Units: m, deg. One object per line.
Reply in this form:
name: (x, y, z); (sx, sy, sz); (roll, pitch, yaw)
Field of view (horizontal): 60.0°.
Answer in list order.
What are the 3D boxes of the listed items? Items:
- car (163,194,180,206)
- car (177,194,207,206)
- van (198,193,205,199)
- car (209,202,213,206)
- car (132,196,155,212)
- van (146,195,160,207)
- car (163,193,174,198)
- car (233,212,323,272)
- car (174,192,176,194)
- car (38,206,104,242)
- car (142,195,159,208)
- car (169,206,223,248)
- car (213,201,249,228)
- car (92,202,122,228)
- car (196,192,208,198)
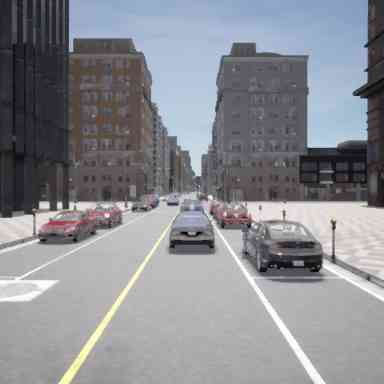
car: (-3.000, 1.545, 53.648); (2.033, 1.411, 5.357); (0, 0, 0)
car: (0.000, 1.343, 29.619); (2.097, 1.767, 4.553); (0, 0, 0)
van: (2.670, 1.136, 93.965); (1.690, 1.788, 3.998); (0, 0, 0)
car: (2.667, 1.560, 27.421); (1.802, 1.307, 4.206); (0, 0, 0)
car: (-5.859, 1.531, 38.726); (1.947, 1.339, 4.313); (0, 0, 0)
van: (-5.858, 1.291, 50.007); (1.690, 1.788, 3.998); (0, 0, 0)
car: (-5.857, 1.385, 76.853); (1.752, 1.417, 4.829); (0, 0, 0)
car: (2.667, 1.546, 10.503); (2.008, 1.369, 4.403); (0, 0, 0)
car: (-5.856, 1.343, 88.163); (1.752, 1.417, 4.829); (0, 0, 0)
car: (-5.859, 1.572, 16.165); (1.802, 1.307, 4.206); (0, 0, 0)
car: (-5.858, 1.274, 44.365); (2.192, 1.841, 5.009); (0, 0, 0)
car: (0.000, 1.556, 14.650); (2.033, 1.411, 5.357); (0, 0, 0)
car: (2.667, 1.425, 21.781); (1.967, 1.590, 4.097); (0, 0, 0)
car: (-5.859, 1.425, 21.806); (1.967, 1.590, 4.097); (0, 0, 0)
car: (2.670, 1.175, 76.995); (2.192, 1.841, 5.009); (0, 0, 0)
